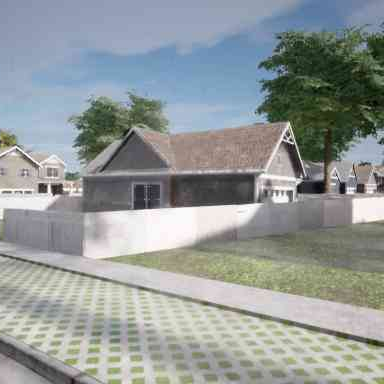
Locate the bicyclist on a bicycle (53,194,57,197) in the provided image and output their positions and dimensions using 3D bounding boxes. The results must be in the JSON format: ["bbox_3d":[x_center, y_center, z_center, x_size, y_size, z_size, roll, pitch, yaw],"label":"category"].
[{"bbox_3d":[-13.010,1.030,31.524,1.656,1.620,0.582,0,1,34],"label":"bicyclist on a bicycle"}]
